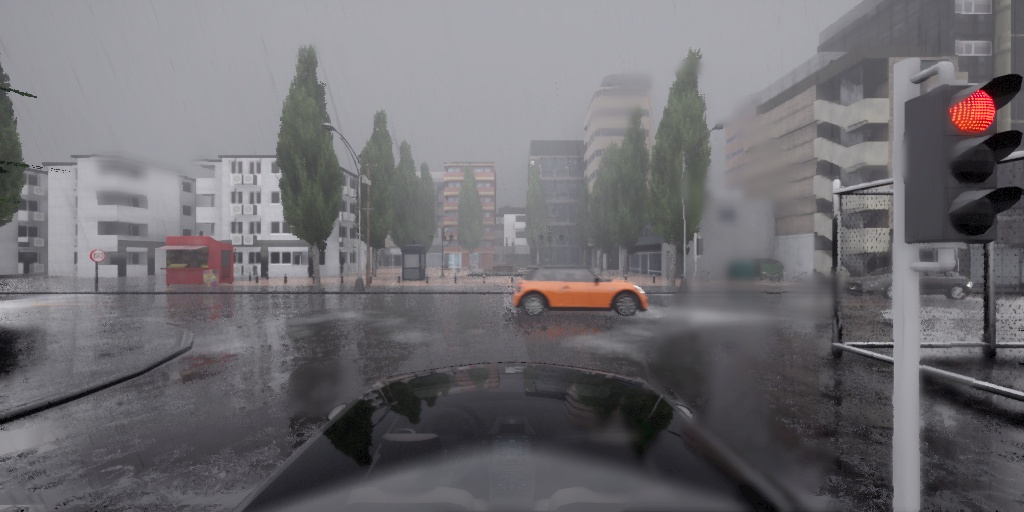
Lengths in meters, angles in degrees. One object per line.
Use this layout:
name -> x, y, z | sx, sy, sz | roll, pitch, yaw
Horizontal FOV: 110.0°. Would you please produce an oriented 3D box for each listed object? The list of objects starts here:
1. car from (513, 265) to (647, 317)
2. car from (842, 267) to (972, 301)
car -> 2.308, 1.102, 12.635 | 4.553, 1.767, 2.097 | 0, 0, 0
car -> 18.435, 1.255, 16.850 | 4.892, 1.490, 1.837 | 0, 0, 0
